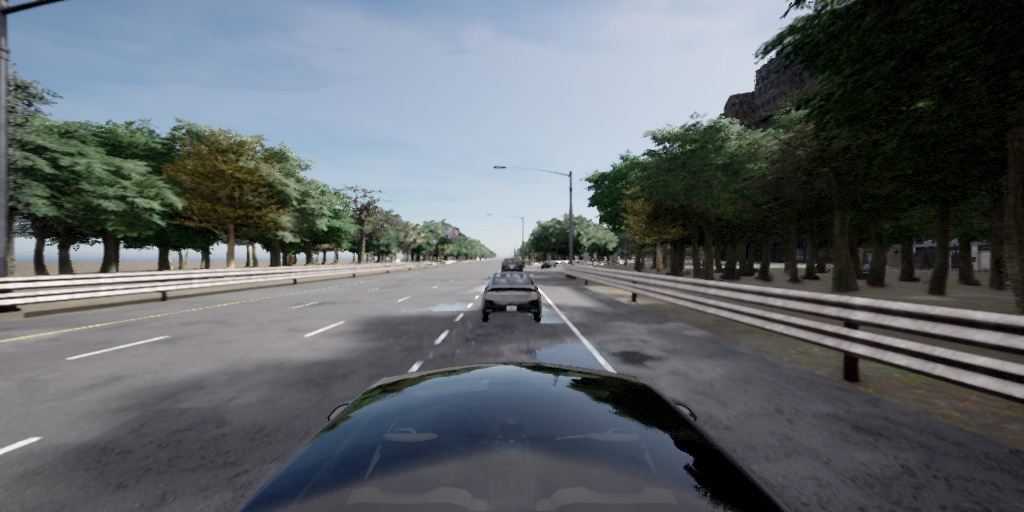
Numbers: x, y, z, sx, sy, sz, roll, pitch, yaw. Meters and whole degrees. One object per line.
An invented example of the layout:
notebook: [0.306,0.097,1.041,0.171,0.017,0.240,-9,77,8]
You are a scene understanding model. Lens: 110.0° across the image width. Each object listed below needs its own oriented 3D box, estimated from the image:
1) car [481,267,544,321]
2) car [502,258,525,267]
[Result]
car: [-0.016,1.306,12.717,2.128,1.511,4.902,0,0,0]
car: [0.135,1.180,36.730,2.150,2.045,5.566,0,0,3]
